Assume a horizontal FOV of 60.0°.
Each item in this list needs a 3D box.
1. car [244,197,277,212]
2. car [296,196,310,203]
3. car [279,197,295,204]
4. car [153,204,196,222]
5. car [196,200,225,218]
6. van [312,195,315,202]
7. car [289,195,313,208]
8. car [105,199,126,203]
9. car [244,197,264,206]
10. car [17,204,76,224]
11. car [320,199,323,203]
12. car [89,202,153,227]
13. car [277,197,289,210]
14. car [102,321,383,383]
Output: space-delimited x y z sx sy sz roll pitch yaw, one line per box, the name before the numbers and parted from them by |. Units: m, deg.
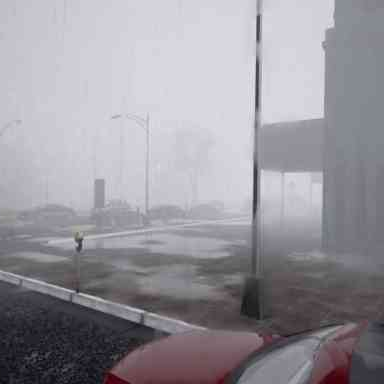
car | 8.473 1.566 42.528 2.192 1.841 5.009 1 0 36
car | 27.781 1.858 83.216 1.752 1.417 4.829 1 0 36
car | 21.321 1.845 74.396 1.947 1.339 4.313 1 0 36
car | -1.960 1.734 28.211 1.947 1.339 4.313 1 0 36
car | 1.277 1.775 32.632 1.802 1.307 4.206 1 0 36
van | 31.163 1.703 87.831 1.690 1.788 3.998 1 0 36
car | 18.243 1.770 56.012 1.967 1.590 4.097 1 0 36
car | -8.302 1.477 34.169 1.967 1.590 4.097 1 0 36
car | 11.381 1.723 60.825 1.752 1.417 4.829 1 0 36
car | -11.124 1.604 25.712 1.994 1.385 4.181 1 0 36
car | 28.183 1.937 69.583 1.752 1.417 4.829 1 0 36
car | -5.199 1.693 23.788 2.008 1.369 4.403 1 0 36
car | 11.726 1.717 47.027 1.967 1.590 4.097 1 0 36
car | 1.124 1.582 2.059 4.206 1.307 1.802 0 1 35
